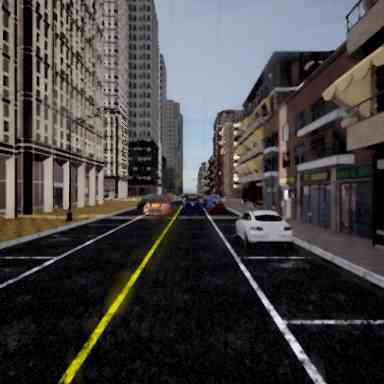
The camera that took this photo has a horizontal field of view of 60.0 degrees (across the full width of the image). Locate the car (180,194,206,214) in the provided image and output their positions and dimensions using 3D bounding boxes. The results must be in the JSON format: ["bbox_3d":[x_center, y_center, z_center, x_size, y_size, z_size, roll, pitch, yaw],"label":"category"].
[{"bbox_3d":[0.067,1.270,34.952,2.097,1.767,4.553,0,0,0],"label":"car"}]

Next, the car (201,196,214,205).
[{"bbox_3d":[2.696,1.424,58.100,2.008,1.369,4.403,0,0,0],"label":"car"}]

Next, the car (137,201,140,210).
[{"bbox_3d":[-5.686,1.471,41.156,1.947,1.339,4.313,0,0,0],"label":"car"}]

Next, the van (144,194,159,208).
[{"bbox_3d":[-5.686,1.235,46.804,1.690,1.788,3.998,0,0,0],"label":"van"}]

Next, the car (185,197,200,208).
[{"bbox_3d":[0.020,1.460,46.338,1.994,1.385,4.181,0,0,1],"label":"car"}]

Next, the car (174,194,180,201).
[{"bbox_3d":[-2.993,1.180,71.678,1.812,1.442,4.674,0,0,0],"label":"car"}]

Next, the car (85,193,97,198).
[{"bbox_3d":[-26.699,0.929,85.815,4.206,1.307,1.802,1,-1,0],"label":"car"}]

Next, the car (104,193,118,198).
[{"bbox_3d":[-21.123,0.895,85.830,4.097,1.590,1.967,1,-1,0],"label":"car"}]

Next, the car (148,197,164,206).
[{"bbox_3d":[-5.685,1.434,52.453,2.008,1.369,4.403,0,0,0],"label":"car"}]

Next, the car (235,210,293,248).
[{"bbox_3d":[3.002,1.491,14.477,1.812,1.442,4.674,0,0,0],"label":"car"}]

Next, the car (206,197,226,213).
[{"bbox_3d":[2.694,1.499,35.506,1.802,1.307,4.206,0,0,0],"label":"car"}]

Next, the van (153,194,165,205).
[{"bbox_3d":[-5.685,1.214,58.101,1.690,1.788,3.998,0,0,0],"label":"van"}]

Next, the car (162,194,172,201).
[{"bbox_3d":[-5.684,1.285,75.047,1.967,1.590,4.097,0,0,0],"label":"car"}]

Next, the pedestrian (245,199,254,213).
[{"bbox_3d":[3.002,1.251,17.312,0.375,1.860,0.375,0,0,-2],"label":"pedestrian"}]

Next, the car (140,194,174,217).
[{"bbox_3d":[-3.094,1.280,30.300,2.097,1.767,4.553,0,0,0],"label":"car"}]

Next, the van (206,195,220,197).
[{"bbox_3d":[2.694,1.247,41.154,1.690,1.788,3.998,0,0,0],"label":"van"}]
